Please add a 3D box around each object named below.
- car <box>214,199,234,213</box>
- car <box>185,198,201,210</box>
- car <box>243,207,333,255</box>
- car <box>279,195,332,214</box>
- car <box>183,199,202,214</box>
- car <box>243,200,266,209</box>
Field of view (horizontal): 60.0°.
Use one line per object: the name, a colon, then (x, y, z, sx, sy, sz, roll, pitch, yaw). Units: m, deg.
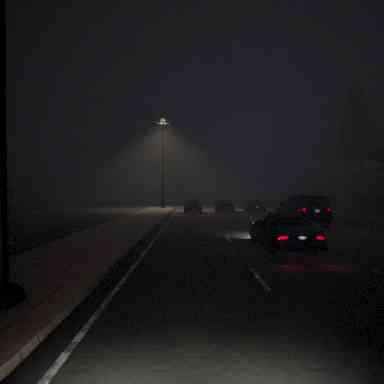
car: (3.600, 1.526, 37.459, 1.812, 1.442, 4.674, 0, 0, 0)
car: (0.097, 1.564, 44.409, 1.994, 1.385, 4.181, 0, 0, 0)
car: (3.601, 1.547, 13.342, 2.033, 1.411, 5.357, 0, 0, 0)
car: (7.100, 1.214, 21.517, 2.150, 2.045, 5.566, 0, -1, 0)
car: (0.094, 1.526, 35.654, 1.812, 1.442, 4.674, 0, 0, 0)
car: (7.100, 1.564, 38.042, 1.994, 1.385, 4.181, 0, 0, 0)
